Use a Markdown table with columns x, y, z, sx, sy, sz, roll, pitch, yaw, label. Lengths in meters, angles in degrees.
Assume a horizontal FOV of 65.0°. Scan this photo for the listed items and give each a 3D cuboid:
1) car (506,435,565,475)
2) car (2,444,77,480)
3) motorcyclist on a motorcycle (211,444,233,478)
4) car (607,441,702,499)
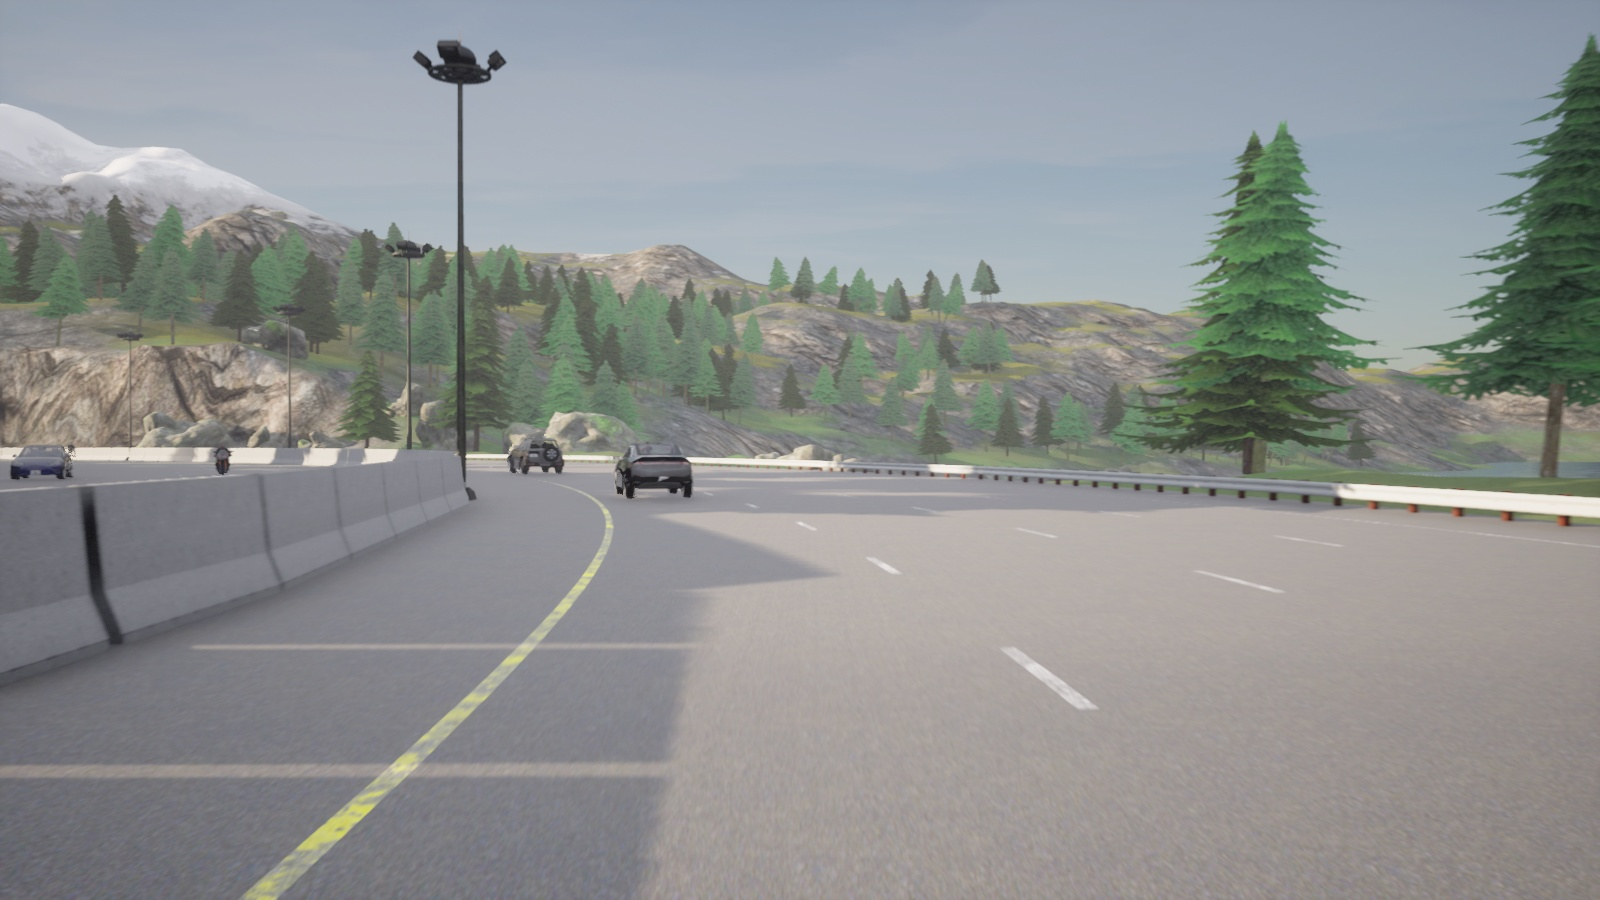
| x | y | z | sx | sy | sz | roll | pitch | yaw | label |
| --- | --- | --- | --- | --- | --- | --- | --- | --- | --- |
| -13.034 | 0.228 | 61.710 | 1.932 | 1.855 | 4.605 | 0 | 0 | -24 | car |
| -32.538 | 0.467 | 53.853 | 2.163 | 1.488 | 4.792 | 0 | 0 | -24 | car |
| -26.381 | 0.478 | 57.347 | 0.866 | 1.530 | 2.191 | -1 | 1 | -25 | motorcyclist on a motorcycle |
| -4.209 | 0.507 | 35.586 | 2.128 | 1.511 | 4.902 | 0 | 0 | -13 | car |
